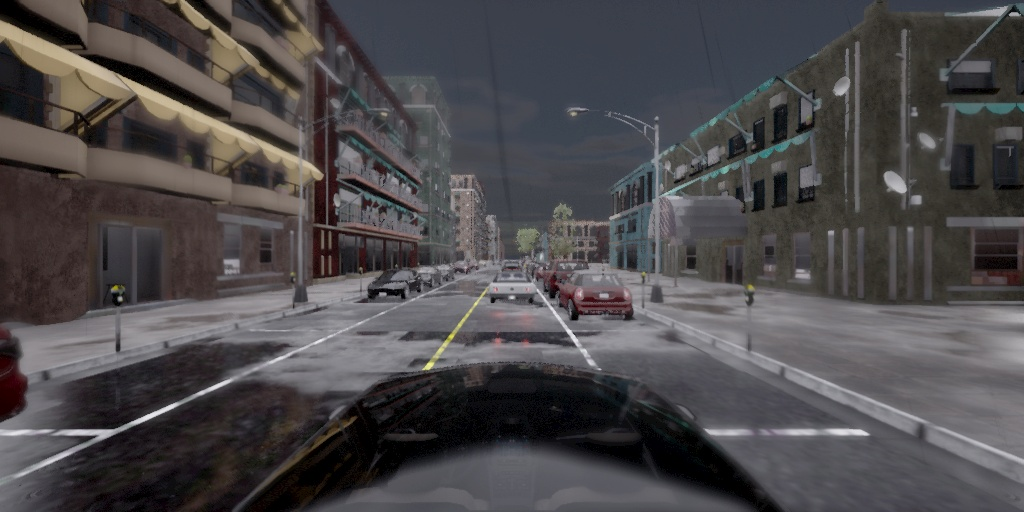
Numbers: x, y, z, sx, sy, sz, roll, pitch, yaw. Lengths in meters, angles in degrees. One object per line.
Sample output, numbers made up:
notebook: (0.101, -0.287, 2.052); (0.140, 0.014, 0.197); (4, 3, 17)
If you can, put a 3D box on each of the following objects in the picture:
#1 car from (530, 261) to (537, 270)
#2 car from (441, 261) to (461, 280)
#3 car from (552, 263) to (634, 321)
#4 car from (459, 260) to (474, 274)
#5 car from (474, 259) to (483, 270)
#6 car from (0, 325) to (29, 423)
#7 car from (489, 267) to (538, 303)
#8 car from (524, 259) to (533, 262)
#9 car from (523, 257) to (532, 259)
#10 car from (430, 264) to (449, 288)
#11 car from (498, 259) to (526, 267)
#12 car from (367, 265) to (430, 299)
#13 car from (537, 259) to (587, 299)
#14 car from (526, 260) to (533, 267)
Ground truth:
car: (2.690, 1.335, 29.043); (1.802, 1.307, 4.207); (0, 0, 0)
car: (-5.690, 1.303, 29.044); (2.007, 1.370, 4.403); (0, 0, 0)
car: (2.690, 1.187, 12.428); (1.967, 1.591, 4.097); (0, 0, 0)
car: (-5.691, 1.206, 40.121); (1.967, 1.591, 4.097); (0, 0, 0)
car: (-5.690, 1.222, 51.200); (1.967, 1.591, 4.097); (0, 0, 0)
car: (-5.690, 1.061, 1.348); (2.192, 1.841, 5.009); (0, 0, 0)
car: (0.000, 1.365, 16.531); (1.895, 1.301, 4.718); (0, 0, 0)
car: (2.690, 1.317, 40.121); (2.007, 1.370, 4.403); (0, 0, 0)
car: (2.690, 1.315, 56.910); (1.751, 1.417, 4.829); (0, 0, 0)
car: (-5.690, 1.300, 23.506); (2.007, 1.370, 4.403); (0, 0, 0)
car: (0.000, 1.273, 31.501); (1.837, 1.490, 4.892); (0, 0, 0)
car: (-5.690, 1.313, 17.968); (1.948, 1.339, 4.313); (0, 0, 0)
car: (2.691, 1.062, 17.968); (2.192, 1.841, 5.009); (0, 0, 0)
car: (2.690, 1.325, 34.583); (1.948, 1.339, 4.313); (0, 0, 0)
